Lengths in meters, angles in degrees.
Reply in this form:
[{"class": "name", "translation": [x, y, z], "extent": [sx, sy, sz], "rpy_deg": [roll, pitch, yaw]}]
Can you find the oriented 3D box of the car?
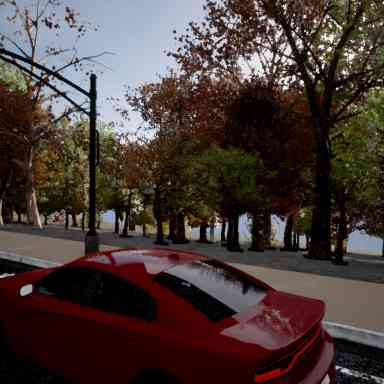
[{"class": "car", "translation": [-0.876, 1.477, 4.302], "extent": [5.008, 1.535, 1.882], "rpy_deg": [0, 0, 35]}]
